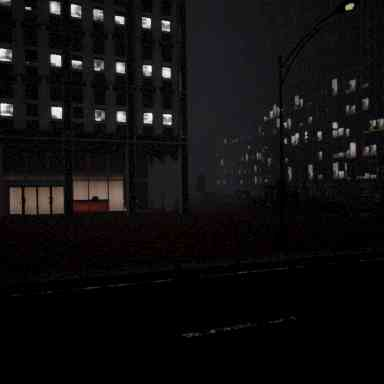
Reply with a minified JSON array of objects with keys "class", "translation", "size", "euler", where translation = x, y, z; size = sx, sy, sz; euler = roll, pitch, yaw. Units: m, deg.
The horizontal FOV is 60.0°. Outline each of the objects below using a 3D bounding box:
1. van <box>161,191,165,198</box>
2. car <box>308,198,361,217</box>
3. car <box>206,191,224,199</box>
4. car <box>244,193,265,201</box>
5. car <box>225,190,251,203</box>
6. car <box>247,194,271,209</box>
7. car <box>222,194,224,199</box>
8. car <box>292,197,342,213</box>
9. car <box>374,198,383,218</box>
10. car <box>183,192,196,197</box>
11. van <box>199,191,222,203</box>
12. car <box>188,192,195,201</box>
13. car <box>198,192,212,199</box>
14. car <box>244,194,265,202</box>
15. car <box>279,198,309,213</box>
[{"class":"van","translation":[-6.648,0.687,82.756],"size":[1.690,1.788,3.998],"euler":[0,1,-20]},{"class":"car","translation":[12.735,1.434,29.330],"size":[1.947,1.339,4.313],"euler":[0,1,-20]},{"class":"car","translation":[5.124,0.634,74.953],"size":[2.192,1.841,5.009],"euler":[0,1,-20]},{"class":"car","translation":[9.748,1.228,45.432],"size":[2.033,1.411,5.357],"euler":[-1,1,-20]},{"class":"car","translation":[8.495,0.740,58.148],"size":[2.150,2.045,5.566],"euler":[-1,1,-20]},{"class":"car","translation":[8.905,1.332,40.034],"size":[1.947,1.339,4.313],"euler":[0,1,-20]},{"class":"car","translation":[4.319,0.931,69.597],"size":[1.812,1.442,4.674],"euler":[-1,1,-20]},{"class":"car","translation":[13.282,1.320,35.744],"size":[2.033,1.411,5.357],"euler":[-1,1,-20]},{"class":"car","translation":[16.820,1.216,26.102],"size":[2.097,1.767,4.553],"euler":[-1,1,-21]},{"class":"car","translation":[-0.727,0.710,90.970],"size":[2.008,1.369,4.403],"euler":[0,1,-20]},{"class":"van","translation":[3.105,0.952,56.064],"size":[1.690,1.788,3.998],"euler":[0,1,-20]},{"class":"car","translation":[-0.796,1.056,66.743],"size":[2.008,1.369,4.403],"euler":[0,1,-20]},{"class":"car","translation":[3.174,0.706,80.293],"size":[1.967,1.590,4.097],"euler":[0,1,-20]},{"class":"car","translation":[10.976,1.060,58.940],"size":[1.802,1.307,4.206],"euler":[0,1,-20]},{"class":"car","translation":[10.801,1.399,34.676],"size":[1.802,1.307,4.206],"euler":[0,1,-20]}]
